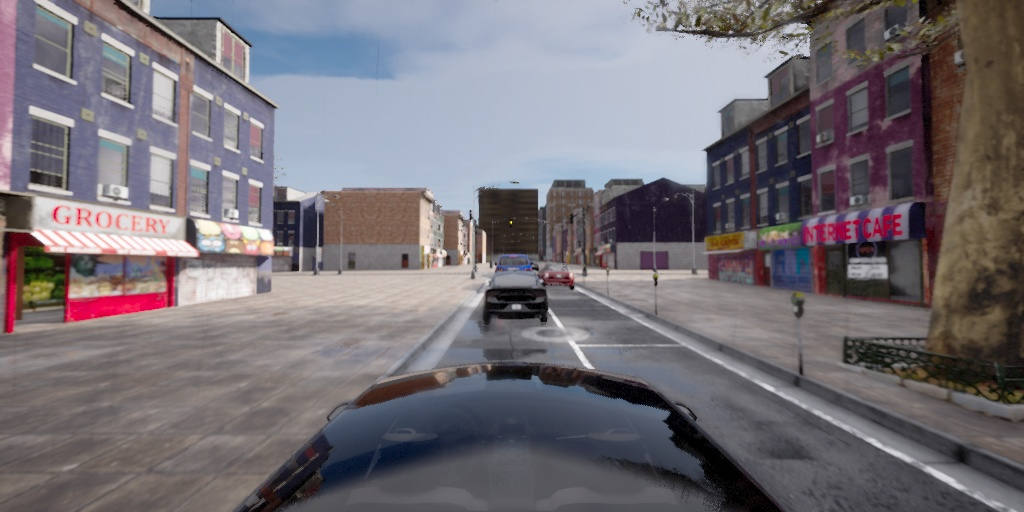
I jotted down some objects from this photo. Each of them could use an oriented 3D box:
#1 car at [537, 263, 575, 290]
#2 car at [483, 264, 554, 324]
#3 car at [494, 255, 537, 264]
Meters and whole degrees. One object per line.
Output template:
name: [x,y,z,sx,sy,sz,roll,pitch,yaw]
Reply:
car: [2.637,1.159,22.184,1.967,1.591,4.097,0,0,0]
car: [0.072,1.207,11.994,1.882,1.535,5.008,0,0,-1]
car: [0.089,0.942,21.496,2.150,2.045,5.566,0,0,0]
